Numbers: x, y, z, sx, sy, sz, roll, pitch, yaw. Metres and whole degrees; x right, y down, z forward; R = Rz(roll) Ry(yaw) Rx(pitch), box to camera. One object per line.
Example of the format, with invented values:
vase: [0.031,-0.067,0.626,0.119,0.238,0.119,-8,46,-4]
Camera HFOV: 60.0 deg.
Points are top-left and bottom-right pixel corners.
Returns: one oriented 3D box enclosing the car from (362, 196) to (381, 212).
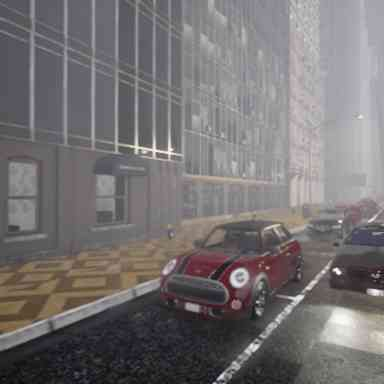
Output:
car: [19.118,1.432,36.282,1.887,1.381,4.507,1,0,32]

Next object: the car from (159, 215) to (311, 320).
car: [1.064,1.422,7.313,1.967,1.590,4.097,1,0,32]

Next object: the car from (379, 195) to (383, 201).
car: [46.200,1.315,79.736,2.008,1.369,4.403,0,0,32]

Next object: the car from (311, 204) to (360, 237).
car: [7.081,1.500,16.970,2.008,1.369,4.403,1,0,32]

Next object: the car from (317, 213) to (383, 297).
car: [4.920,1.519,8.611,2.033,1.411,5.357,0,0,32]

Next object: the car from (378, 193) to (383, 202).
car: [37.173,1.354,65.251,2.008,1.369,4.403,1,0,32]

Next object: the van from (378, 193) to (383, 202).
van: [40.183,1.131,70.078,1.690,1.788,3.998,0,0,32]

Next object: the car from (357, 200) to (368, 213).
car: [10.090,1.478,21.798,1.887,1.381,4.507,1,0,32]
